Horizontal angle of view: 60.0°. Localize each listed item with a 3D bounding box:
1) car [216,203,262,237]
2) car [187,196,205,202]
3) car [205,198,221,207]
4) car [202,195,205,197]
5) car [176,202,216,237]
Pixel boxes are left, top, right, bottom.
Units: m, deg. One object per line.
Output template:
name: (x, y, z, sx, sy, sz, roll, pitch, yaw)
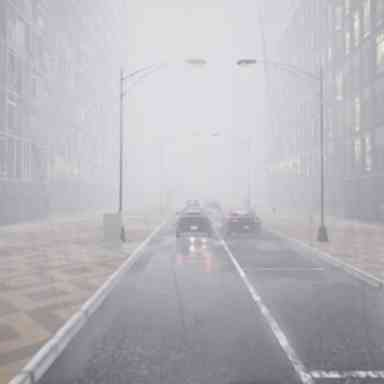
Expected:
car: (2.578, 1.532, 17.981, 1.887, 1.381, 4.507, 1, 0, 0)
car: (0.097, 1.531, 39.616, 2.033, 1.411, 5.357, 0, 0, 0)
car: (2.575, 1.566, 40.250, 1.802, 1.307, 4.206, 1, 0, 0)
car: (2.575, 1.570, 51.384, 1.802, 1.307, 4.206, 1, 0, 0)
car: (0.098, 1.513, 17.957, 1.812, 1.442, 4.674, 0, 0, 0)
